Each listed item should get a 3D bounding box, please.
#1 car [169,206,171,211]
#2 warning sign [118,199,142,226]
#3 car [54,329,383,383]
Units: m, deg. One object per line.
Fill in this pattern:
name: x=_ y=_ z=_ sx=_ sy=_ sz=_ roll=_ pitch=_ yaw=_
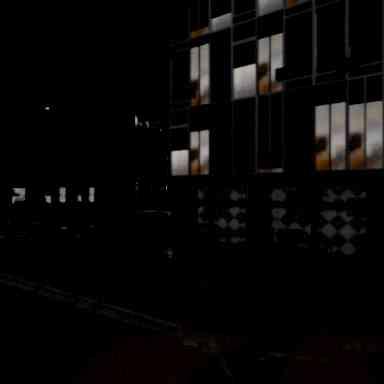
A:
car: x=-1.663 y=2.297 z=51.699 sx=1.812 sy=1.442 sz=4.674 roll=0 pitch=-1 yaw=33
warning sign: x=-4.434 y=1.456 z=23.935 sx=1.300 sy=1.860 sz=1.060 roll=1 pitch=1 yaw=33
car: x=0.978 y=1.525 z=2.021 sx=4.829 sy=1.417 sz=1.752 roll=0 pitch=0 yaw=35
